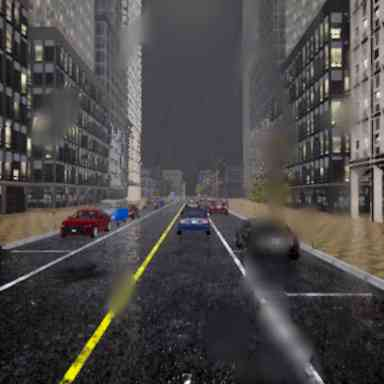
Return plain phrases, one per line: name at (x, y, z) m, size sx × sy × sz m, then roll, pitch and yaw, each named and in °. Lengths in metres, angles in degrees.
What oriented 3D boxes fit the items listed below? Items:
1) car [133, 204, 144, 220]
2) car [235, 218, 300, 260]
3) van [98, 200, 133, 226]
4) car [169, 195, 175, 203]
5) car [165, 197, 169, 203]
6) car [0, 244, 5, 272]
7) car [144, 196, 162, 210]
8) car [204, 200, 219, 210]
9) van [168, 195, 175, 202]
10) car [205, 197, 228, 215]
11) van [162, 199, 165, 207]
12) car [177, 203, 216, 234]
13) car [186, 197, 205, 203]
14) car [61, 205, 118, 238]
car at (-5.687, 1.714, 29.651) m, size 1.802 × 1.307 × 4.206 m, roll 0°, pitch 0°, yaw 0°
car at (2.693, 1.623, 12.562) m, size 1.947 × 1.339 × 4.313 m, roll 0°, pitch 0°, yaw 0°
van at (-5.686, 1.449, 23.960) m, size 1.690 × 1.788 × 3.998 m, roll 0°, pitch 0°, yaw 0°
car at (-5.685, 1.862, 80.710) m, size 1.752 × 1.417 × 4.829 m, roll 0°, pitch 0°, yaw 0°
car at (-5.686, 1.814, 58.112) m, size 1.947 × 1.339 × 4.313 m, roll 0°, pitch 0°, yaw 0°
car at (-5.688, 1.583, 6.882) m, size 2.008 × 1.369 × 4.403 m, roll 0°, pitch 0°, yaw 0°
car at (-5.686, 1.642, 46.727) m, size 1.967 × 1.590 × 4.097 m, roll 0°, pitch 0°, yaw 0°
car at (2.694, 1.784, 46.713) m, size 1.802 × 1.307 × 4.206 m, roll 0°, pitch 0°, yaw 0°
van at (-5.684, 1.721, 92.265) m, size 1.690 × 1.788 × 3.998 m, roll 0°, pitch 0°, yaw 0°
car at (2.695, 1.596, 35.329) m, size 1.967 × 1.590 × 4.097 m, roll 0°, pitch 0°, yaw 0°
van at (-5.685, 1.566, 52.421) m, size 1.690 × 1.788 × 3.998 m, roll 0°, pitch 0°, yaw 0°
car at (0.099, 1.637, 19.928) m, size 2.033 × 1.411 × 5.357 m, roll 0°, pitch 0°, yaw 0°
car at (0.099, 1.661, 38.629) m, size 2.128 × 1.511 × 4.902 m, roll 0°, pitch 0°, yaw 0°
car at (-5.688, 1.628, 18.267) m, size 1.887 × 1.381 × 4.507 m, roll 0°, pitch 0°, yaw 0°
